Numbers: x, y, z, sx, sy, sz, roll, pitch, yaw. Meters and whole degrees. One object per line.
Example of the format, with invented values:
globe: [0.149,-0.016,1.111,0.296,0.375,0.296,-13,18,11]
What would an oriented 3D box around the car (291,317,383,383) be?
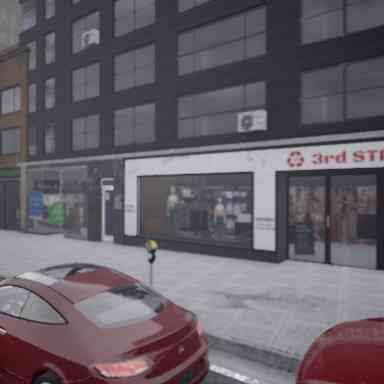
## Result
car: [2.800,1.299,1.095,5.009,1.841,2.192,-1,0,35]

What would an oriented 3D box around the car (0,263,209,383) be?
car: [-1.763,1.613,4.313,4.206,1.307,1.802,-1,0,35]
